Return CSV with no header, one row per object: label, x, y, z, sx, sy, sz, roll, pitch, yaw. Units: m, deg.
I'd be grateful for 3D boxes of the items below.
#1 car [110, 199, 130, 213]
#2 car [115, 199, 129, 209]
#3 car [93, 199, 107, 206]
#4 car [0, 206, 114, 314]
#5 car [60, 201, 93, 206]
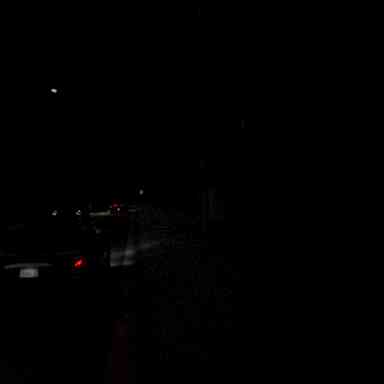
car,-8.259,1.617,37.995,1.837,1.490,4.892,0,0,-9
car,-10.090,1.752,48.303,1.895,1.301,4.718,0,0,-10
car,-11.773,1.661,41.869,1.882,1.535,5.008,0,0,-10
car,-3.068,1.373,7.621,2.097,1.767,4.553,0,0,-10
car,-8.888,1.442,24.591,2.097,1.767,4.553,0,0,-10
